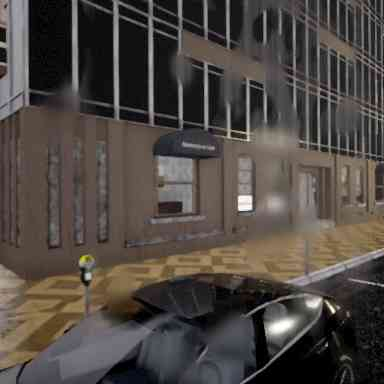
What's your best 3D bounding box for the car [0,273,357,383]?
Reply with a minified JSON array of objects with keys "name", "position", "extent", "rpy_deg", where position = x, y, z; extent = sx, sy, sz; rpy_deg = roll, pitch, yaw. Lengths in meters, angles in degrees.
[{"name":"car","position":[-0.084,1.560,2.925],"extent":[4.313,1.339,1.947],"rpy_deg":[-1,0,-43]}]
